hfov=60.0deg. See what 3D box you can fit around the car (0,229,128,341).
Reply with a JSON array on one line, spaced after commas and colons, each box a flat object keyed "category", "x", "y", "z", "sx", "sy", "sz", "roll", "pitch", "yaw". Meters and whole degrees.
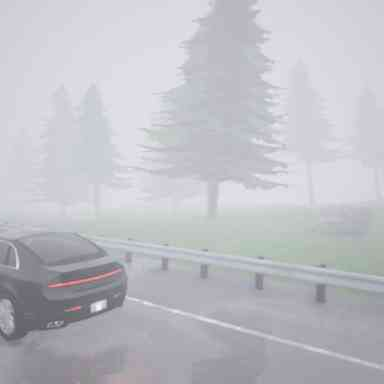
[{"category": "car", "x": -3.368, "y": 1.501, "z": 6.576, "sx": 4.892, "sy": 1.490, "sz": 1.837, "roll": 0, "pitch": 0, "yaw": 37}]
